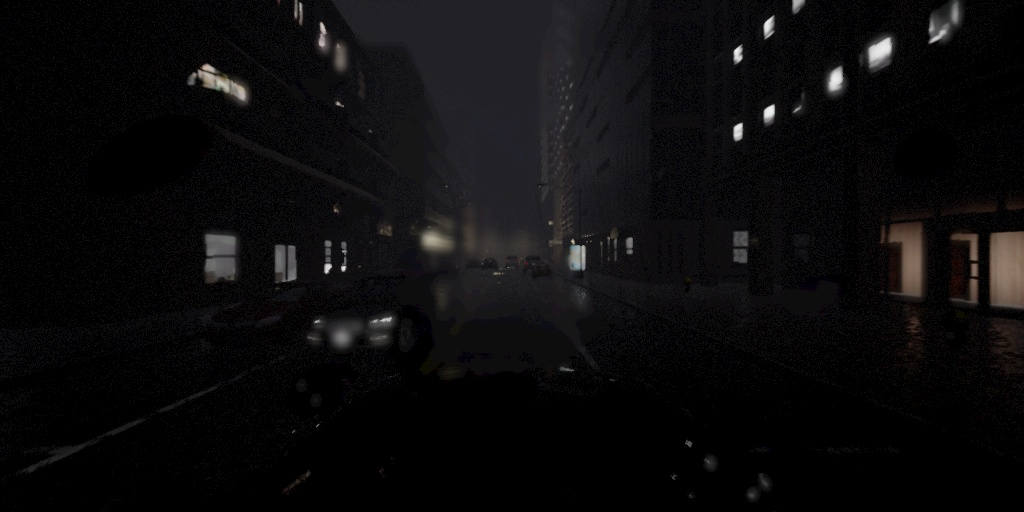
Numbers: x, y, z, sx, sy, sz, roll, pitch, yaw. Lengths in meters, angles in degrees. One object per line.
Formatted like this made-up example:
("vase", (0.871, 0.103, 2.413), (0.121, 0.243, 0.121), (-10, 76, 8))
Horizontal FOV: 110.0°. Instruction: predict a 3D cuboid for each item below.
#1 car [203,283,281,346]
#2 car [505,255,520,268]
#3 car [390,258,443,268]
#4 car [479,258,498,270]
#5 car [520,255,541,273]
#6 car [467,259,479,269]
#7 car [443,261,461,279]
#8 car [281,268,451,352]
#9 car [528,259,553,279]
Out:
("car", (-5.690, 1.321, 9.342), (1.802, 1.307, 4.207), (0, 0, 0))
("car", (-0.001, 0.896, 60.666), (2.150, 2.045, 5.566), (0, 0, 0))
("car", (-5.691, 1.038, 20.639), (2.192, 1.841, 5.009), (0, 0, 0))
("car", (-3.074, 1.040, 50.300), (2.097, 1.767, 4.553), (0, 0, 0))
("car", (2.393, 0.923, 42.773), (2.150, 2.045, 5.566), (0, 0, 0))
("car", (-5.692, 1.249, 54.530), (1.948, 1.339, 4.313), (0, 0, 0))
("car", (-5.691, 1.149, 31.937), (1.967, 1.591, 4.097), (0, 0, 0))
("car", (-3.101, 1.231, 8.979), (2.128, 1.511, 4.902), (0, 0, 0))
("car", (2.690, 1.234, 32.107), (1.751, 1.417, 4.829), (0, 0, 0))
